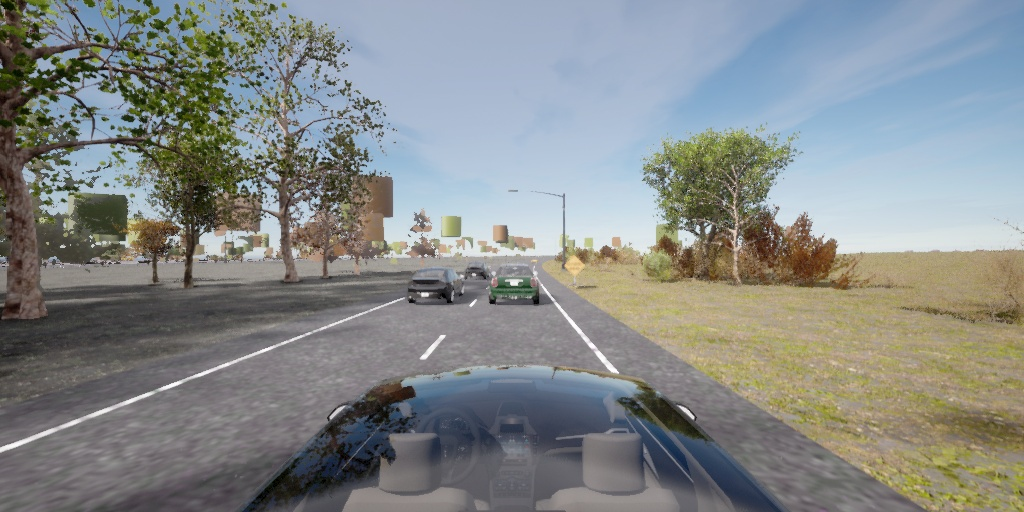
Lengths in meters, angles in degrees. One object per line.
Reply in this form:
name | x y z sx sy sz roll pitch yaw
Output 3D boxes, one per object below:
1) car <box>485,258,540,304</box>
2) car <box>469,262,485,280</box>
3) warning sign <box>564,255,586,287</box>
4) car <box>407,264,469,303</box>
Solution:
car | 0.122 1.118 16.413 2.097 1.767 4.553 0 0 1
car | -3.008 1.271 31.525 1.837 1.490 4.892 0 0 2
warning sign | 3.770 0.866 21.516 1.300 1.860 1.060 0 0 1
car | -3.378 1.269 16.500 1.837 1.490 4.892 0 0 1
